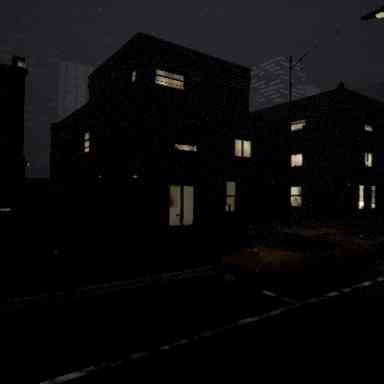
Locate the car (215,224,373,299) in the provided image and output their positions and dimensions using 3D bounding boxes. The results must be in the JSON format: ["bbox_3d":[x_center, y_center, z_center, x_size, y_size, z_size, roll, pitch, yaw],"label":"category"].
[{"bbox_3d":[2.778,1.525,8.484,4.829,1.417,1.752,0,1,-35],"label":"car"}]
